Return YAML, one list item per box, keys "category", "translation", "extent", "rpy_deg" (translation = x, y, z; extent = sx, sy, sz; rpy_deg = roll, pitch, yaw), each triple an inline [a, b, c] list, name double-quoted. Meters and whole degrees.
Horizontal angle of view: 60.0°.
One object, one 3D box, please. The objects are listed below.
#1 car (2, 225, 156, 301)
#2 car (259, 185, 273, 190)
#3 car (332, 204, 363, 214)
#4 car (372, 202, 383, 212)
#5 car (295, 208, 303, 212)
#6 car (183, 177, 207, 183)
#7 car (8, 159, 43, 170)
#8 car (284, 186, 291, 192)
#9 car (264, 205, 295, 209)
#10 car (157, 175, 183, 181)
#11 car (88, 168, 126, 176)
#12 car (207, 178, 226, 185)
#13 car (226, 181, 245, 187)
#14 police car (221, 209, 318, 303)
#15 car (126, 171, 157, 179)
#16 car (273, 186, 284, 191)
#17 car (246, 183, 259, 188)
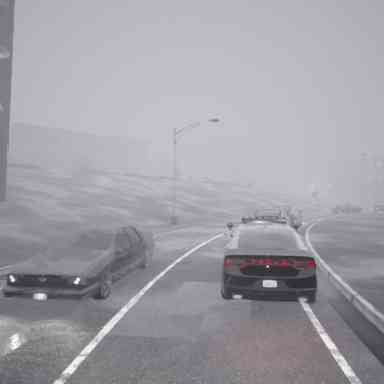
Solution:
- category: "car"
  translation: [-2.445, 1.618, 8.913]
  extent: [2.033, 1.411, 5.357]
  rpy_deg: [-1, -1, 9]
- category: "car"
  translation: [15.506, -0.839, 75.631]
  extent: [2.231, 1.521, 4.892]
  rpy_deg: [-4, -6, 44]
- category: "car"
  translation: [19.678, 2.148, 42.052]
  extent: [4.718, 1.301, 1.895]
  rpy_deg: [1, -4, -40]
- category: "car"
  translation: [28.533, 2.274, 49.321]
  extent: [4.674, 1.442, 1.812]
  rpy_deg: [1, -4, -38]
- category: "car"
  translation: [6.389, 1.680, 22.935]
  extent: [1.837, 1.490, 4.892]
  rpy_deg: [-2, -1, 25]
- category: "car"
  translation: [-0.317, -1.965, 60.118]
  extent: [5.008, 1.535, 2.097]
  rpy_deg: [4, -5, -41]
- category: "car"
  translation: [-21.496, -3.265, 42.539]
  extent: [4.553, 1.767, 2.185]
  rpy_deg: [3, -5, -39]
- category: "car"
  translation: [23.011, -0.423, 84.000]
  extent: [2.435, 2.045, 5.566]
  rpy_deg: [-4, -6, 41]
- category: "car"
  translation: [4.220, 1.613, 17.634]
  extent: [1.837, 1.490, 4.892]
  rpy_deg: [-1, -1, 19]
- category: "car"
  translation: [-4.477, -2.190, 56.454]
  extent: [4.674, 1.452, 2.002]
  rpy_deg: [3, -5, -40]
- category: "car"
  translation: [-12.997, -2.711, 49.408]
  extent: [4.892, 1.521, 2.231]
  rpy_deg: [3, -5, -39]
- category: "car"
  translation: [3.746, -1.820, 63.861]
  extent: [4.553, 1.767, 2.185]
  rpy_deg: [4, -6, -42]
- category: "car"
  translation: [7.866, -1.378, 67.819]
  extent: [4.792, 1.488, 2.163]
  rpy_deg: [4, -6, -44]
- category: "police car"
  translation: [1.835, 1.452, 8.506]
  extent: [1.930, 1.638, 5.238]
  rpy_deg: [-1, 0, 10]
- category: "car"
  translation: [-8.715, -2.483, 52.884]
  extent: [4.892, 1.521, 2.231]
  rpy_deg: [3, -5, -39]
- category: "car"
  translation: [19.305, -0.644, 79.792]
  extent: [2.185, 1.767, 4.553]
  rpy_deg: [-4, -6, 42]
- category: "car"
  translation: [11.762, -1.085, 71.717]
  extent: [2.002, 1.452, 4.674]
  rpy_deg: [-4, -6, 45]
